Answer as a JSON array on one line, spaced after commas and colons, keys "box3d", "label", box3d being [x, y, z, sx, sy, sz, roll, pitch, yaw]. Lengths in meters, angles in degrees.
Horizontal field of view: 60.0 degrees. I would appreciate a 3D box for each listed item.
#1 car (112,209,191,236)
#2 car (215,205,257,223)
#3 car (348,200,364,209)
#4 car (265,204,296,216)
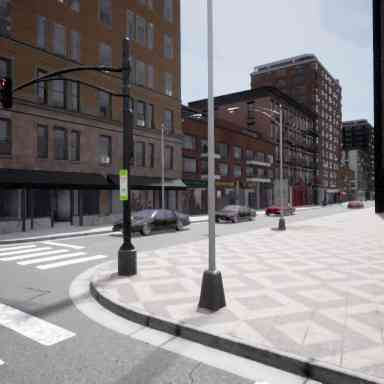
[{"box3d": [-2.218, 1.708, 19.961, 2.033, 1.411, 5.357, -1, -1, 36], "label": "car"}, {"box3d": [3.690, 1.792, 28.167, 2.033, 1.411, 5.357, -1, -1, 35], "label": "car"}, {"box3d": [27.415, 2.060, 55.628, 1.994, 1.385, 4.181, -1, -1, 36], "label": "car"}, {"box3d": [9.705, 1.929, 36.494, 1.895, 1.301, 4.718, -1, -1, 36], "label": "car"}]
